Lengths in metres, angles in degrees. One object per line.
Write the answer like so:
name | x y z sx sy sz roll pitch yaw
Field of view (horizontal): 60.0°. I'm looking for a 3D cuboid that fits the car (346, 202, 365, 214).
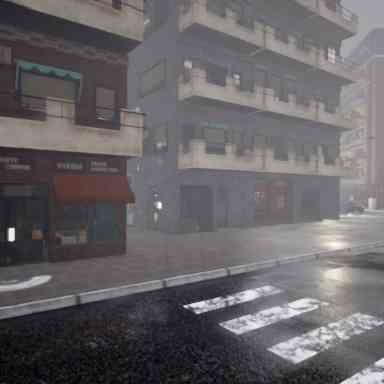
car | 18.050 1.784 38.328 1.895 1.301 4.718 0 0 5
